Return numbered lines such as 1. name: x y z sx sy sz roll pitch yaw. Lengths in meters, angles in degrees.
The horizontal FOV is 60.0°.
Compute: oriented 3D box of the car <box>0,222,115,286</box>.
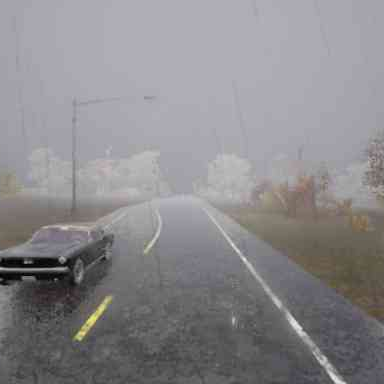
1. car: -3.630 1.603 9.561 1.895 1.301 4.718 0 0 0
